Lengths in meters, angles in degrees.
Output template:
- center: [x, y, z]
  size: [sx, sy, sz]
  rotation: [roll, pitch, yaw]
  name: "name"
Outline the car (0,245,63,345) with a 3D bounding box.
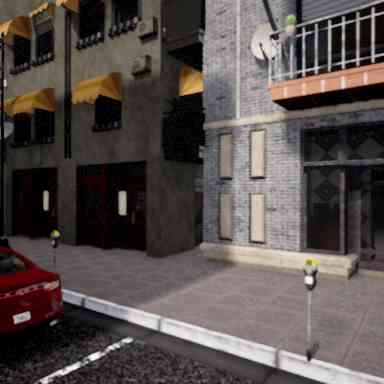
- center: [-4.120, 1.581, 5.815]
  size: [4.507, 1.381, 1.887]
  rotation: [0, 0, 36]
  name: "car"
